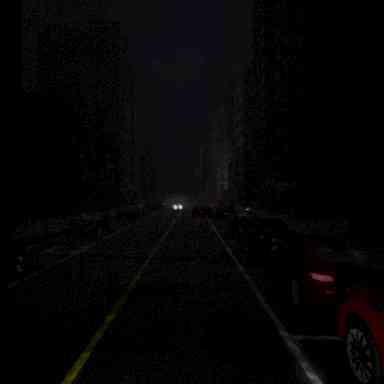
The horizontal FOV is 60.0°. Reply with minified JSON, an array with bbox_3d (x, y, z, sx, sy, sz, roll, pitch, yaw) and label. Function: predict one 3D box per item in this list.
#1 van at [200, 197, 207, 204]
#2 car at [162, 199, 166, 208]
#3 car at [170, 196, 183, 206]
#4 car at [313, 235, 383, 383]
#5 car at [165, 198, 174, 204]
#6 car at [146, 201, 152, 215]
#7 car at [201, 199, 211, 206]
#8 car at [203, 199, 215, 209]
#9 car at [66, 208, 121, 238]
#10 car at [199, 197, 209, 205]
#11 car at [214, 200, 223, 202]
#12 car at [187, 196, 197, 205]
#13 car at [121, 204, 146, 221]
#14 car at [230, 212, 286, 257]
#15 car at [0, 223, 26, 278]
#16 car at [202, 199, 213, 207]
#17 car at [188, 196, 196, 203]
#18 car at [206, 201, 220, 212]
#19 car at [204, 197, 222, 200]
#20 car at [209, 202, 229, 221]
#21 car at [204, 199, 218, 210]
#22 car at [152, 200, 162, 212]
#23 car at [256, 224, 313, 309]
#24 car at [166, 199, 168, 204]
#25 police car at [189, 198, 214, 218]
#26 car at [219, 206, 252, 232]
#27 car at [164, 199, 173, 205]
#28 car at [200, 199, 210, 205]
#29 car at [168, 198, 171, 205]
[{"bbox_3d":[2.878,2.127,85.079,1.690,1.788,3.998,0,-1,0],"label":"van"},{"bbox_3d":[-5.656,2.048,51.924,1.947,1.339,4.313,0,-1,0],"label":"car"},{"bbox_3d":[-2.984,2.183,71.760,2.128,1.511,4.902,0,-1,0],"label":"car"},{"bbox_3d":[2.859,1.337,2.228,2.192,1.841,5.009,0,-1,0],"label":"car"},{"bbox_3d":[-5.648,2.226,85.075,1.967,1.590,4.097,0,-1,0],"label":"car"},{"bbox_3d":[-5.660,1.913,35.350,1.802,1.307,4.206,0,-1,0],"label":"car"},{"bbox_3d":[2.874,2.185,68.507,2.008,1.369,4.403,0,-1,0],"label":"car"},{"bbox_3d":[2.871,1.973,57.461,1.967,1.590,4.097,0,-1,0],"label":"car"},{"bbox_3d":[-5.663,1.728,18.775,2.008,1.369,4.403,0,-1,0],"label":"car"},{"bbox_3d":[2.877,2.050,79.556,2.192,1.841,5.009,0,-1,0],"label":"car"},{"bbox_3d":[2.867,1.858,35.537,1.752,1.417,4.829,0,-1,0],"label":"car"},{"bbox_3d":[0.016,1.845,70.229,2.097,1.767,4.553,0,-1,0],"label":"car"},{"bbox_3d":[-5.661,1.825,29.825,1.887,1.381,4.507,0,-1,0],"label":"car"},{"bbox_3d":[2.861,1.692,13.272,1.947,1.339,4.313,0,-1,0],"label":"car"},{"bbox_3d":[-5.666,1.514,7.726,1.967,1.590,4.097,0,-1,0],"label":"car"},{"bbox_3d":[2.873,2.134,62.983,2.008,1.369,4.403,0,-1,0],"label":"car"},{"bbox_3d":[0.019,1.981,85.121,2.097,1.767,4.553,0,-1,0],"label":"car"},{"bbox_3d":[2.869,1.959,46.584,1.752,1.417,4.829,0,-1,0],"label":"car"},{"bbox_3d":[2.868,1.697,40.892,2.192,1.841,5.009,0,-1,0],"label":"car"},{"bbox_3d":[2.865,1.846,29.843,1.947,1.339,4.313,0,-1,0],"label":"car"},{"bbox_3d":[2.870,1.923,51.938,1.967,1.590,4.097,0,-1,0],"label":"car"},{"bbox_3d":[-5.657,1.977,46.400,1.887,1.381,4.507,0,-1,0],"label":"car"},{"bbox_3d":[2.860,1.656,7.749,1.802,1.307,4.206,0,-1,0],"label":"car"},{"bbox_3d":[-5.654,2.099,57.449,1.947,1.339,4.313,0,-1,0],"label":"car"},{"bbox_3d":[0.907,1.743,33.858,1.930,1.638,5.238,0,-1,0],"label":"police car"},{"bbox_3d":[2.863,1.729,18.797,2.008,1.369,4.403,0,-1,0],"label":"car"},{"bbox_3d":[-5.650,2.301,79.549,1.947,1.339,4.313,0,-1,0],"label":"car"},{"bbox_3d":[2.875,2.251,74.030,1.947,1.339,4.313,0,-1,0],"label":"car"},{"bbox_3d":[-5.651,2.267,74.024,1.802,1.307,4.206,0,-1,0],"label":"car"}]
